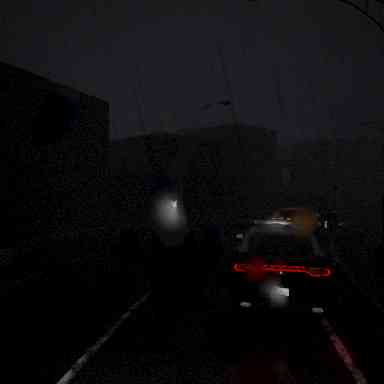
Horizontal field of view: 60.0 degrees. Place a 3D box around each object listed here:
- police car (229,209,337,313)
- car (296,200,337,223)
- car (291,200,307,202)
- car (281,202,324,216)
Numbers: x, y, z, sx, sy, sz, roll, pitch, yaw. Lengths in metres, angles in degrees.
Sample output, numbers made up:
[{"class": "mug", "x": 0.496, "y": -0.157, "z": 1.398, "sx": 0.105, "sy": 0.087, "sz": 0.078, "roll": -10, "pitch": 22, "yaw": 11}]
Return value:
[{"class": "police car", "x": 2.048, "y": 1.428, "z": 7.952, "sx": 1.930, "sy": 1.638, "sz": 5.238, "roll": 0, "pitch": 0, "yaw": 13}, {"class": "car", "x": 8.033, "y": 1.537, "z": 21.451, "sx": 1.837, "sy": 1.490, "sz": 4.892, "roll": 1, "pitch": 0, "yaw": 34}, {"class": "car", "x": 9.830, "y": 1.496, "z": 30.444, "sx": 2.128, "sy": 1.511, "sz": 4.902, "roll": 1, "pitch": 1, "yaw": 43}, {"class": "car", "x": 5.189, "y": 1.493, "z": 16.621, "sx": 1.882, "sy": 1.535, "sz": 5.008, "roll": 1, "pitch": 0, "yaw": 26}]
